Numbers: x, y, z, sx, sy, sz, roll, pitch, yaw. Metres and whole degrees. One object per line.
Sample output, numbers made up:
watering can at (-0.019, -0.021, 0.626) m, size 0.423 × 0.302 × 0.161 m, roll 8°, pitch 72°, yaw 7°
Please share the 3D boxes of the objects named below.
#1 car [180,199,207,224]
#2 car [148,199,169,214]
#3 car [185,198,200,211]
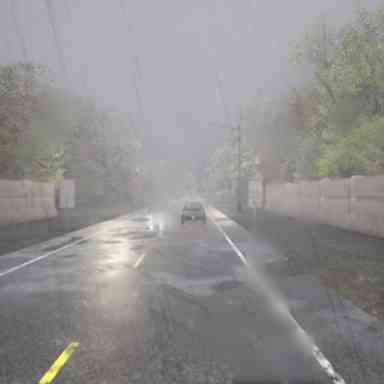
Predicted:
car at (0.096, 1.538, 25.268) m, size 2.128 × 1.511 × 4.902 m, roll -1°, pitch 0°, yaw 0°
car at (-3.588, 1.561, 36.102) m, size 2.128 × 1.511 × 4.902 m, roll 0°, pitch 0°, yaw 0°
car at (0.082, 1.601, 42.494) m, size 1.812 × 1.442 × 4.674 m, roll 0°, pitch 0°, yaw 0°
